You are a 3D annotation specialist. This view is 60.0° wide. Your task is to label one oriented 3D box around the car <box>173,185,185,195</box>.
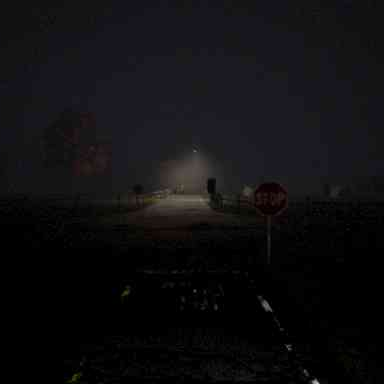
[{"bbox_3d":[-2.741,-0.511,69.626,2.150,2.045,5.566,0,1,0],"label":"car"}]
